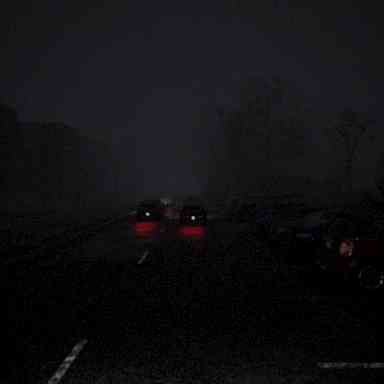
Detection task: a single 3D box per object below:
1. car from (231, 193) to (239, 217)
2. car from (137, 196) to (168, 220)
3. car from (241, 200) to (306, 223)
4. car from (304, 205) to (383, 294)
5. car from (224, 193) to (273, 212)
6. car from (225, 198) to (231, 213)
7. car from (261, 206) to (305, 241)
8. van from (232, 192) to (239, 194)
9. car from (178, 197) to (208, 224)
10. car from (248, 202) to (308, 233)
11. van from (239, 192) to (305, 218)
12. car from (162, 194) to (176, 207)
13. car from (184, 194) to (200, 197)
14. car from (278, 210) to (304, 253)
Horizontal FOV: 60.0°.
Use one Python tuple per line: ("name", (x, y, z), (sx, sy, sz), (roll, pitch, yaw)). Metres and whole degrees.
("car", (5.482, 1.183, 24.888), (4.553, 1.767, 2.185), (0, 1, 0))
("car", (-3.179, 1.314, 26.286), (1.837, 1.490, 4.892), (0, 1, 0))
("car", (5.548, 1.400, 19.253), (4.792, 1.488, 2.163), (0, 1, 0))
("car", (5.499, 1.330, 8.226), (4.553, 1.767, 2.185), (0, 0, 0))
("car", (5.535, 1.055, 33.025), (4.553, 1.767, 2.185), (0, 1, 0))
("car", (5.505, 1.273, 27.517), (4.892, 1.521, 2.231), (0, 1, 0))
("car", (5.527, 1.459, 13.742), (4.674, 1.452, 2.002), (0, 0, 0))
("van", (5.391, 1.004, 30.271), (4.442, 1.987, 1.878), (0, 1, 0))
("car", (0.076, 1.351, 23.529), (1.837, 1.490, 4.892), (0, 1, 0))
("car", (5.492, 1.428, 16.500), (4.792, 1.488, 2.163), (0, 1, 0))
("van", (5.633, 1.116, 22.003), (4.442, 1.987, 1.878), (0, 1, 0))
("car", (-3.194, 1.030, 41.839), (1.812, 1.442, 4.674), (0, 1, 0))
("car", (0.058, 0.950, 43.092), (1.882, 1.535, 5.008), (0, 1, 0))
("car", (5.524, 1.478, 10.989), (4.674, 1.452, 2.002), (0, 0, 0))
